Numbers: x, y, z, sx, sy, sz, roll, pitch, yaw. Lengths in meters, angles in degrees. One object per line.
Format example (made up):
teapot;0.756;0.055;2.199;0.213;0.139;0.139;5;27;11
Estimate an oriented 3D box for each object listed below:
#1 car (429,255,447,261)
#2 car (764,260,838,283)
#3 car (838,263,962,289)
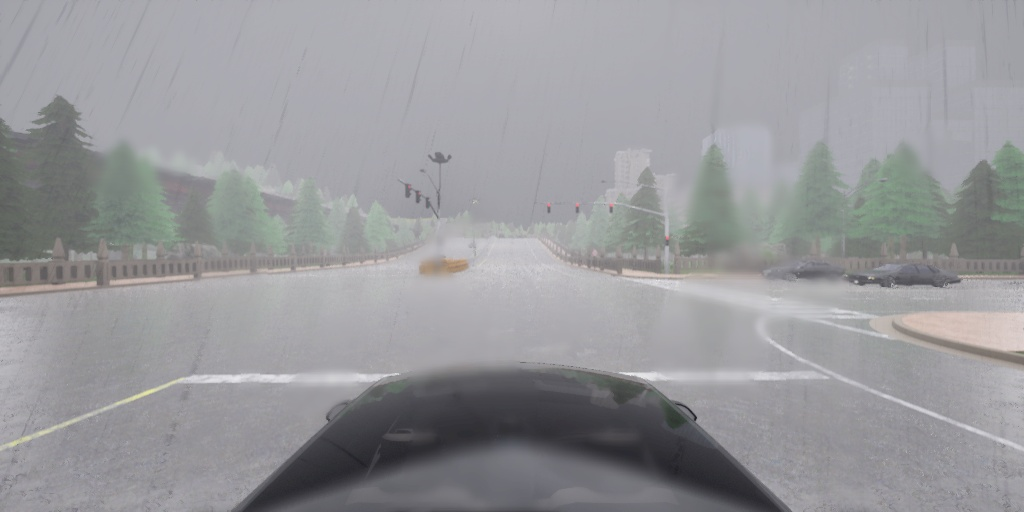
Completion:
car;-10.500;0.678;51.403;2.097;1.767;4.553;0;0;0
car;20.075;1.057;24.671;4.902;1.511;2.128;0;0;0
car;23.004;1.142;21.186;5.357;1.411;2.033;0;0;0
